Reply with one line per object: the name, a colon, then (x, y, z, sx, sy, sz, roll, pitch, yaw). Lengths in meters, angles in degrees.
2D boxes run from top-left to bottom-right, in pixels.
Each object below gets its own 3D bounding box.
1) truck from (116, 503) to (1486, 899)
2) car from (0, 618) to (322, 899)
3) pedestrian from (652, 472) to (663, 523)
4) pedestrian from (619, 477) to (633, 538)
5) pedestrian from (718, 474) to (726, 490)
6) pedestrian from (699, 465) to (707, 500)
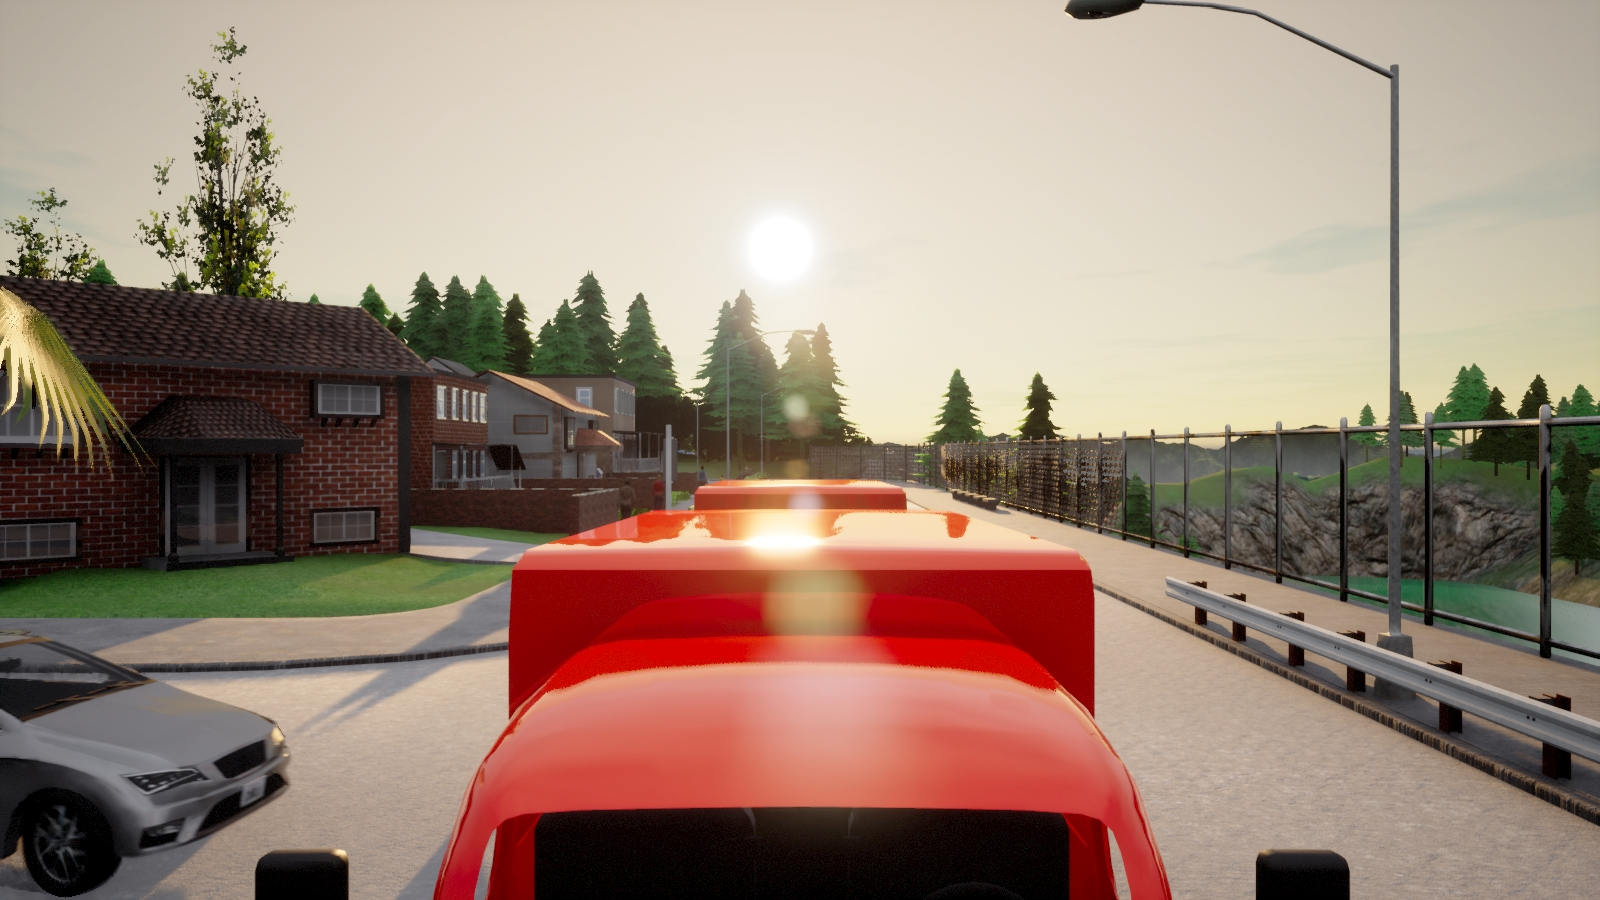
truck: (0.003, 1.571, 4.792, 2.627, 2.467, 5.204, 0, 0, 0)
car: (-5.863, 2.069, 8.123, 4.193, 1.474, 1.816, 0, 0, 6)
pedestrian: (-5.309, 1.762, 42.597, 0.375, 1.860, 0.375, 0, 0, 0)
pedestrian: (-5.327, 1.759, 34.946, 0.375, 1.860, 0.375, 0, 0, -1)
pedestrian: (-5.292, 2.154, 77.131, 0.500, 1.100, 0.500, 0, 0, 0)
pedestrian: (-5.293, 1.771, 62.389, 0.375, 1.860, 0.375, 0, 0, 0)
